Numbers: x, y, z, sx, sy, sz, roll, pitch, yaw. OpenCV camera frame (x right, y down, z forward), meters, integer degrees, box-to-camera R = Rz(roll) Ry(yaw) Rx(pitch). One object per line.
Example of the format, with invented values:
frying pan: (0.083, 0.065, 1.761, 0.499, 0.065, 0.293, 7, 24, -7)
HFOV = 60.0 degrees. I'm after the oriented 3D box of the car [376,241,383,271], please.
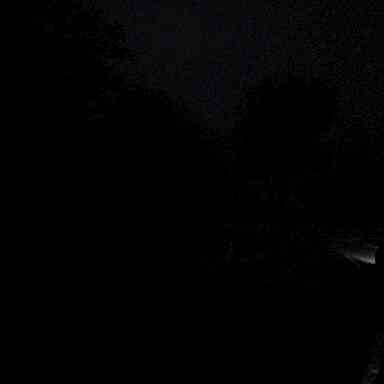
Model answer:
car: (5.965, 1.585, 8.155, 1.994, 1.385, 4.181, 0, 0, 19)
